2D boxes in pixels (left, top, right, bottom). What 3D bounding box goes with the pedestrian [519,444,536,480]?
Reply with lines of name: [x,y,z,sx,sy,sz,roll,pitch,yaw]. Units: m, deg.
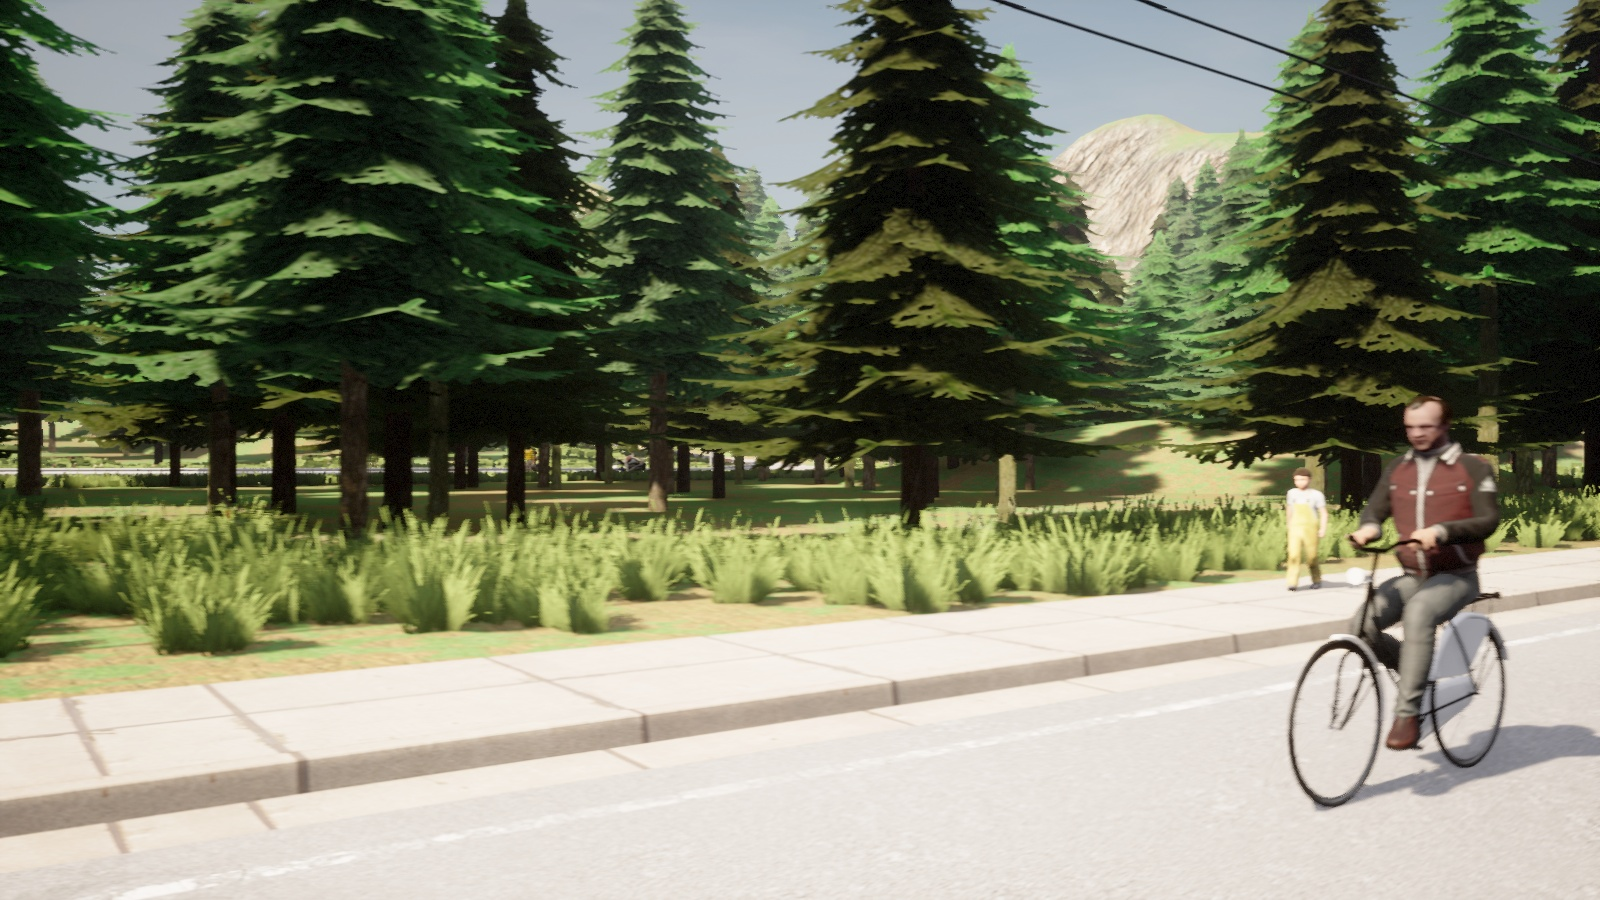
pedestrian: [-13.737,0.605,63.395,0.431,1.840,0.709,0,0,41]

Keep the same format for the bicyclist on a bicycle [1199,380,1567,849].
bicyclist on a bicycle: [2.621,0.624,5.559,1.843,1.776,0.659,0,0,-36]

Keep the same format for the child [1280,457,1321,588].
child: [4.936,0.697,12.374,0.270,1.263,0.437,0,0,37]

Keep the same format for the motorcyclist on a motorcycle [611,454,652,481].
motorcyclist on a motorcycle: [-9.597,0.990,71.511,2.191,1.530,0.866,0,0,-36]
